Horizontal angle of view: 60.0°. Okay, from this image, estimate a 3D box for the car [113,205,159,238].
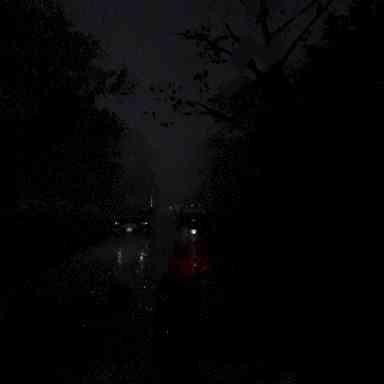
[{"bbox_3d":[-2.883,1.469,17.781,2.128,1.511,4.902,0,0,0],"label":"car"}]

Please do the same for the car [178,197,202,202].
[{"bbox_3d":[-0.007,1.304,34.023,2.097,1.767,4.553,0,0,0],"label":"car"}]

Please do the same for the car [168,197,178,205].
[{"bbox_3d":[-3.078,1.586,58.926,2.128,1.511,4.902,0,-1,0],"label":"car"}]

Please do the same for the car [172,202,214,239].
[{"bbox_3d":[0.069,1.483,17.025,1.837,1.490,4.892,0,0,0],"label":"car"}]
